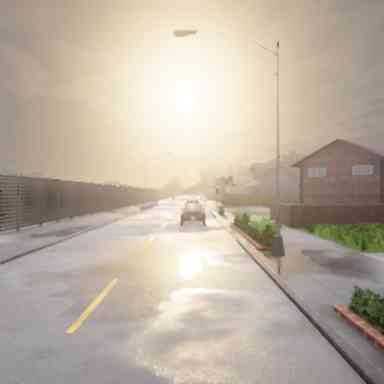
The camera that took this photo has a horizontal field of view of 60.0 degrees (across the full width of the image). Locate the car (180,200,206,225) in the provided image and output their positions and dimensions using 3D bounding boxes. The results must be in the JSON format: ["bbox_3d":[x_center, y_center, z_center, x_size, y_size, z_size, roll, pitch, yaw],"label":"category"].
[{"bbox_3d":[0.087,1.595,24.598,1.812,1.442,4.674,0,0,0],"label":"car"}]
